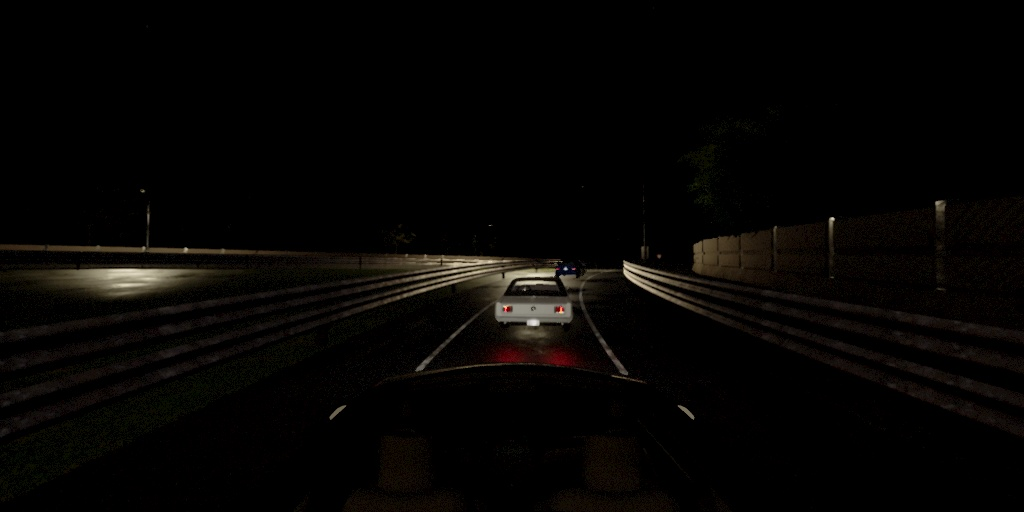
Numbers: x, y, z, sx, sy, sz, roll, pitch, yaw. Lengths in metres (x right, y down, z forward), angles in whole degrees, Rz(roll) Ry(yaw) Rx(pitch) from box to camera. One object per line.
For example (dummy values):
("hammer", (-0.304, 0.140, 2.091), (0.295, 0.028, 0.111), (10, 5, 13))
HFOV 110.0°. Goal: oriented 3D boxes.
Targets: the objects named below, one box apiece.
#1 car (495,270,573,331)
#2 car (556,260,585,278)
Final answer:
("car", (0.760, 1.261, 10.664), (1.895, 1.301, 4.718), (0, 1, 7))
("car", (4.813, 1.019, 29.292), (2.033, 1.411, 5.357), (-1, 0, 18))
